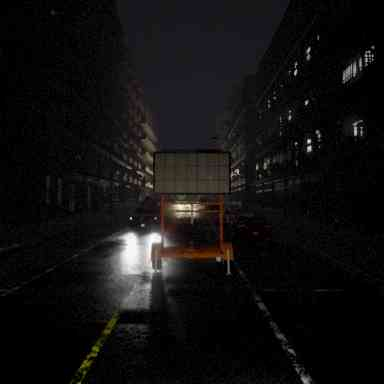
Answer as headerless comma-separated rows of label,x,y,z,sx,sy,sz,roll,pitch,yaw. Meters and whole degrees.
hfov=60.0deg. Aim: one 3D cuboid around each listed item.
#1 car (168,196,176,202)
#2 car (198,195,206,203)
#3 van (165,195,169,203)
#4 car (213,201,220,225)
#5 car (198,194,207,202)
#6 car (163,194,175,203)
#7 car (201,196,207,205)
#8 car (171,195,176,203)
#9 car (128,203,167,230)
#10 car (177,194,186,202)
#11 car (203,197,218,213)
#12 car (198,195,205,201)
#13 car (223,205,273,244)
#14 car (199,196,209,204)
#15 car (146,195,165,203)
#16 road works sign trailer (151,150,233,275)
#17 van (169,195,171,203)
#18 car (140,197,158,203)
car,-5.266,1.824,87.771,1.947,1.339,4.313,1,0,0
car,2.606,1.679,60.054,1.887,1.381,4.507,1,0,0
van,-5.271,1.455,54.587,1.690,1.788,3.998,2,0,0
car,2.593,1.552,21.510,1.752,1.417,4.829,1,0,0
car,2.584,1.545,82.178,2.192,1.841,5.009,1,0,0
car,-5.263,1.520,76.710,2.192,1.841,5.009,1,0,0
car,2.599,1.631,43.462,2.008,1.369,4.403,1,0,0
car,-5.265,1.496,71.180,2.192,1.841,5.009,1,0,0
car,-2.844,1.628,21.509,1.895,1.301,4.718,0,0,0
car,-2.719,1.476,86.899,2.150,2.045,5.566,0,0,0
car,2.598,1.610,37.930,1.887,1.381,4.507,1,0,0
car,2.585,1.728,93.241,1.967,1.590,4.097,1,0,0
car,2.590,1.562,15.808,1.887,1.381,4.507,1,0,0
car,2.619,1.621,71.116,1.967,1.590,4.097,1,0,0
car,-5.274,1.395,43.529,2.192,1.841,5.009,2,0,0
road works sign trailer,0.001,0.474,10.477,2.380,3.560,2.880,0,0,0
van,-5.270,1.476,60.119,1.690,1.788,3.998,1,0,0
car,-5.282,1.591,37.827,1.752,1.417,4.829,2,0,0
